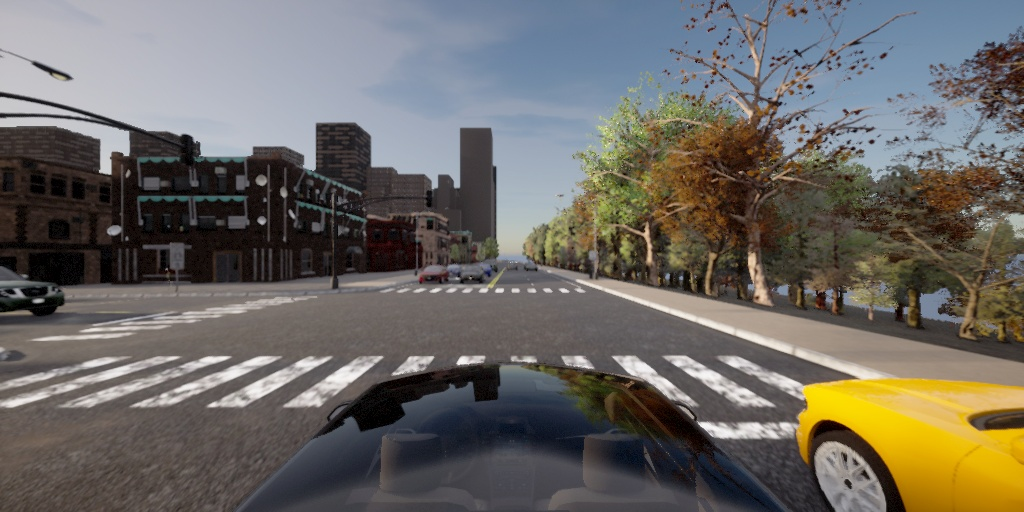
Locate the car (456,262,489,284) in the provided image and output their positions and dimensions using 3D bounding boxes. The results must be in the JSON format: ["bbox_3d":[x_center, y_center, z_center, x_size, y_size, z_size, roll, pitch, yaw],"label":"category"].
[{"bbox_3d":[-3.344,1.552,31.123,1.837,1.490,4.892,0,0,0],"label":"car"}]

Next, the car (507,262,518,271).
[{"bbox_3d":[0.111,1.856,62.824,2.128,1.511,4.902,0,-1,0],"label":"car"}]

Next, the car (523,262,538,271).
[{"bbox_3d":[3.357,1.913,61.296,1.994,1.385,4.181,0,-1,1],"label":"car"}]

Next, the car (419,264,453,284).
[{"bbox_3d":[-6.598,1.522,30.780,1.882,1.535,5.008,0,-1,-1],"label":"car"}]

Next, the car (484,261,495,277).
[{"bbox_3d":[-3.341,1.628,41.404,1.882,1.535,5.008,0,-1,0],"label":"car"}]

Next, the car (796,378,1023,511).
[{"bbox_3d":[3.351,1.220,0.991,1.882,1.535,5.008,0,0,0],"label":"car"}]

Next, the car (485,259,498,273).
[{"bbox_3d":[-3.318,1.511,55.125,2.150,2.045,5.566,0,-1,0],"label":"car"}]

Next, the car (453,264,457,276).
[{"bbox_3d":[-6.589,1.673,41.053,1.812,1.442,4.674,0,-1,0],"label":"car"}]

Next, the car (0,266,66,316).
[{"bbox_3d":[-19.993,1.313,13.032,5.566,2.045,2.150,-1,0,0],"label":"car"}]
